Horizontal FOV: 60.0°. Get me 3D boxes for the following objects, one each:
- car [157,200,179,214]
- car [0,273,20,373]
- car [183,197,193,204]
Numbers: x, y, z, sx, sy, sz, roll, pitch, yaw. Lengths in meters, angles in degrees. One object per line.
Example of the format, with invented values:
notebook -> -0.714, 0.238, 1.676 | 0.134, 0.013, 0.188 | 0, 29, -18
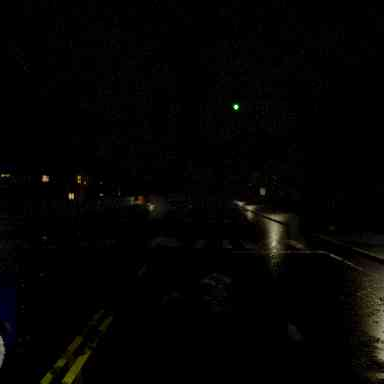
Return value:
car -> -2.465, 1.596, 35.236 | 1.837, 1.490, 4.892 | 0, 0, 2
car -> -3.231, 1.480, 2.366 | 1.882, 1.535, 5.008 | 0, 0, 0
car -> -0.721, 1.650, 65.502 | 2.033, 1.411, 5.357 | 0, 0, 4
